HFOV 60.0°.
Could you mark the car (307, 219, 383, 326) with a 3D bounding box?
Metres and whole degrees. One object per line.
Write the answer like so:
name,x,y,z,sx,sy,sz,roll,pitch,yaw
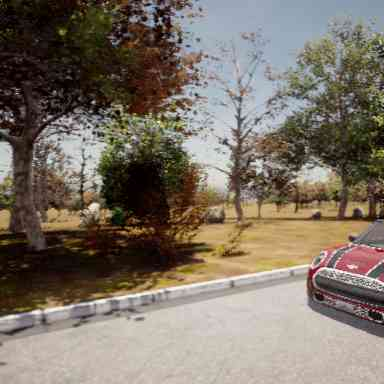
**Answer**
car,4.461,1.327,6.760,4.553,1.767,2.097,0,1,-32
